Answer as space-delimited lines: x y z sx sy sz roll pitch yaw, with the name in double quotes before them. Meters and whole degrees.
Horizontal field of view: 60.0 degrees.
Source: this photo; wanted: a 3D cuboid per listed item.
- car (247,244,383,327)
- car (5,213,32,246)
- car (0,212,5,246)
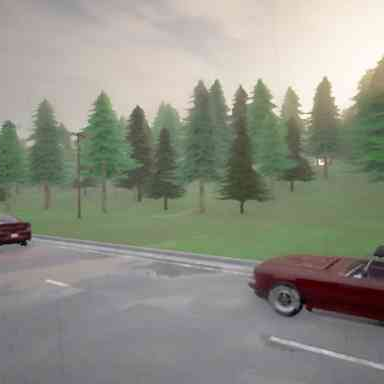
"car" 3.422 1.605 5.836 4.718 1.301 1.895 -1 0 36
"car" -9.148 1.630 14.813 5.008 1.535 1.882 -1 0 35
"car" -7.993 1.336 9.704 5.566 2.045 2.150 -1 0 36
